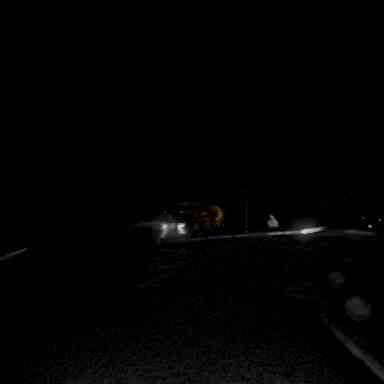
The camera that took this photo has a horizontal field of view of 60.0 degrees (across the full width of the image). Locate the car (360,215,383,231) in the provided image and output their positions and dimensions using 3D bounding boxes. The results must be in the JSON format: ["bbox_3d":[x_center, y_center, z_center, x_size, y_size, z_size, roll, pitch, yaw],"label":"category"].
[{"bbox_3d":[12.109,1.598,18.710,4.718,1.301,1.895,0,0,-5],"label":"car"}]

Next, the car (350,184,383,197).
[{"bbox_3d":[17.817,-0.024,31.951,4.718,1.301,1.895,-4,0,-1],"label":"car"}]

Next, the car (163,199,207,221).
[{"bbox_3d":[-0.107,1.256,24.255,1.812,1.442,4.674,0,2,36],"label":"car"}]
